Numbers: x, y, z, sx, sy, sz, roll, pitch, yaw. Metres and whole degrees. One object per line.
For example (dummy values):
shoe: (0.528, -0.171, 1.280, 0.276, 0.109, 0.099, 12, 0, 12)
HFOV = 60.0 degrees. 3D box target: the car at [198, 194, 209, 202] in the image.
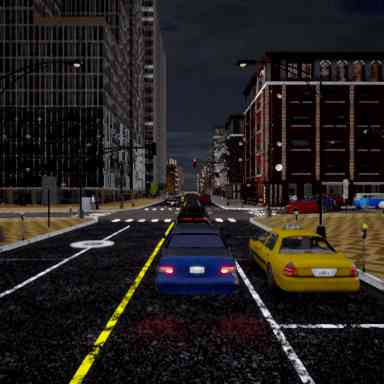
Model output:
car: (2.573, 1.316, 74.597, 2.192, 1.841, 5.009, 0, 0, 0)

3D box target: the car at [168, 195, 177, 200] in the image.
car: (-5.305, 1.553, 91.376, 2.008, 1.369, 4.403, 0, 0, 0)

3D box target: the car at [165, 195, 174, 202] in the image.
car: (-5.307, 1.546, 80.190, 1.887, 1.381, 4.507, 0, 0, 0)

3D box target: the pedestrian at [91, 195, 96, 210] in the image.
pedestrian: (-12.343, 1.268, 41.603, 0.375, 1.860, 0.375, 0, 1, -1)

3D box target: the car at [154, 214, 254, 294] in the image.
car: (0.098, 1.547, 8.913, 2.033, 1.411, 5.357, 0, 0, 0)

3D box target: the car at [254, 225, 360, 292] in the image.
car: (2.565, 1.525, 8.764, 1.752, 1.417, 4.829, 0, 0, 0)

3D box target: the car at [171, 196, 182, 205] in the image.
car: (-2.810, 1.526, 60.881, 1.812, 1.442, 4.674, 0, 0, 0)

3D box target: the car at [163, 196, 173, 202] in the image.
car: (-5.307, 1.552, 74.598, 2.008, 1.369, 4.403, 0, 0, 0)

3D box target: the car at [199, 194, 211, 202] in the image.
car: (2.571, 1.315, 63.411, 2.192, 1.841, 5.009, 0, 0, 0)

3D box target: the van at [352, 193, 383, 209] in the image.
van: (20.974, 1.048, 39.012, 3.998, 1.788, 1.690, -1, 1, -1)

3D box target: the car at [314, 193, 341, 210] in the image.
car: (13.290, 1.160, 36.452, 4.553, 1.767, 2.097, -1, 0, -1)

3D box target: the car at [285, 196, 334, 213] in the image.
car: (11.586, 1.400, 33.610, 4.181, 1.385, 1.994, -1, 0, 1)

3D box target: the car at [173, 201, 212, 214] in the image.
car: (0.086, 1.504, 18.654, 1.837, 1.490, 4.892, 0, 0, 0)

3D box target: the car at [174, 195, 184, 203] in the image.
car: (-2.741, 1.479, 71.367, 1.882, 1.535, 5.008, 0, 0, 0)

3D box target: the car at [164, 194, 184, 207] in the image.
car: (-2.837, 1.491, 51.254, 2.128, 1.511, 4.902, 0, 0, 0)

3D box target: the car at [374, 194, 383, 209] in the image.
car: (23.092, 1.212, 36.583, 4.674, 1.442, 1.812, -1, 0, 0)

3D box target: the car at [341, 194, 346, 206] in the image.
car: (15.318, 1.092, 38.953, 5.009, 1.841, 2.192, -1, 1, -1)
